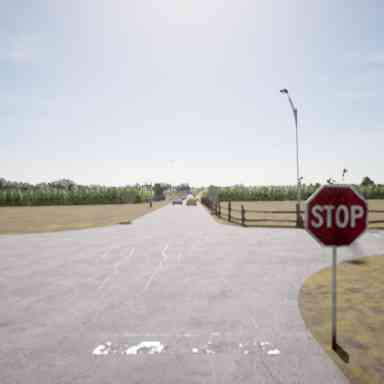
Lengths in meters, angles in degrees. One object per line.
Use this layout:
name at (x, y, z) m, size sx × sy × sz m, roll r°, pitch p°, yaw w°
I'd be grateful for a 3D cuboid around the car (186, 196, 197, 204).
car at (-0.090, 1.698, 71.432) m, size 2.128 × 1.511 × 4.902 m, roll 0°, pitch -1°, yaw 0°

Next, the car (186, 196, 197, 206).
car at (-0.077, 1.732, 61.008) m, size 1.882 × 1.535 × 5.008 m, roll 0°, pitch 0°, yaw 0°

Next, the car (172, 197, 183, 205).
car at (-2.833, 1.815, 65.593) m, size 1.812 × 1.442 × 4.674 m, roll 0°, pitch 0°, yaw 0°
